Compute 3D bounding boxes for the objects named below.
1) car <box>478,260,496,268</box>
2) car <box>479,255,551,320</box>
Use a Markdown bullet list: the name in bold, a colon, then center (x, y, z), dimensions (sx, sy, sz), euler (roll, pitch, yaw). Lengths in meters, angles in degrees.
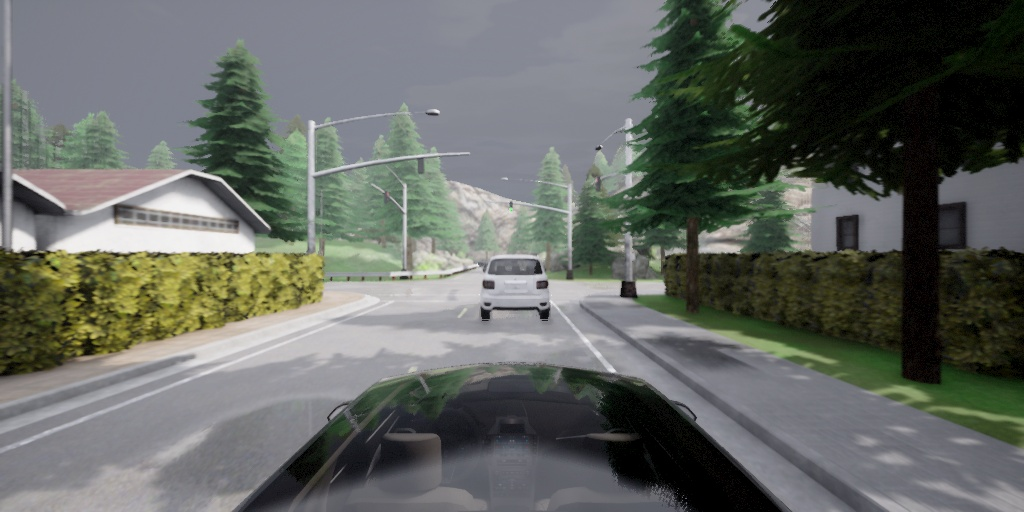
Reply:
- **car**: center (-4.542, 1.461, 65.062), dimensions (1.895, 1.301, 4.718), euler (0, 0, -21)
- **car**: center (0.098, 0.991, 12.866), dimensions (2.150, 2.045, 5.566), euler (0, 0, 0)
